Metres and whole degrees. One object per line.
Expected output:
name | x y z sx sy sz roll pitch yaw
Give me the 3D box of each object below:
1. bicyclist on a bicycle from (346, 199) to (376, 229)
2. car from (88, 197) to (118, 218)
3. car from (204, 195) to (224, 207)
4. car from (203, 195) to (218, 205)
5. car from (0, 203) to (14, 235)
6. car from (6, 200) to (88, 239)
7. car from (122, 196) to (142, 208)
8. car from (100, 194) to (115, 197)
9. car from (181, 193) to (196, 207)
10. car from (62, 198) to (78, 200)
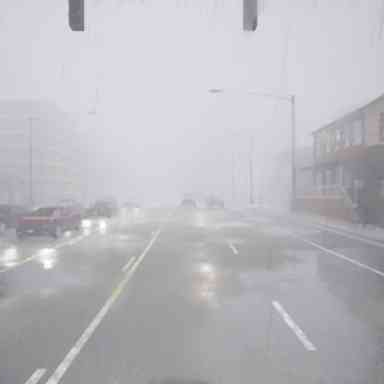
bicyclist on a bicycle | 9.196 1.196 18.095 1.656 1.620 0.582 -1 1 -1
car | -7.391 1.377 27.390 1.994 1.385 4.181 0 1 -1
car | 3.025 1.224 43.074 1.994 1.385 4.181 0 0 -1
car | 2.912 1.286 53.085 2.128 1.511 4.902 0 -1 -1
car | -10.802 1.452 18.968 1.882 1.535 5.008 0 1 -1
car | -7.285 1.458 17.420 1.882 1.535 5.008 0 1 -1
car | -7.511 1.230 41.850 1.812 1.442 4.674 0 0 0
car | -11.014 1.076 42.572 2.097 1.767 4.553 0 0 0
car | -0.475 1.203 43.036 1.812 1.442 4.674 0 0 -1
car | -10.916 1.320 29.468 1.812 1.442 4.674 0 1 0
